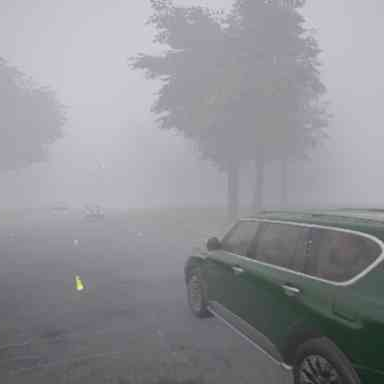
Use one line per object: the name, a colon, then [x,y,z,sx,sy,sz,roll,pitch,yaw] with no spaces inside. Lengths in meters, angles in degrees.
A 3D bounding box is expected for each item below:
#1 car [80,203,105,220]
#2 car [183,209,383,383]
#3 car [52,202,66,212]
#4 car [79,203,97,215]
car: [-9.413,1.889,31.755,2.033,1.411,5.357,0,0,-20]
car: [1.631,1.253,4.796,2.150,2.045,5.566,0,-1,-20]
car: [-19.369,2.098,48.639,2.033,1.411,5.357,0,0,-20]
car: [-13.060,2.049,41.649,1.895,1.301,4.718,0,0,-20]
